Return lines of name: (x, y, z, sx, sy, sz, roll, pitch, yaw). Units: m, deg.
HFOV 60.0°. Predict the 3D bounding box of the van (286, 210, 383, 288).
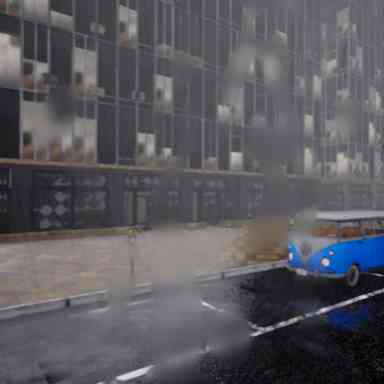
van: (4.346, 1.414, 9.177, 3.998, 1.788, 1.690, 1, 0, -35)
